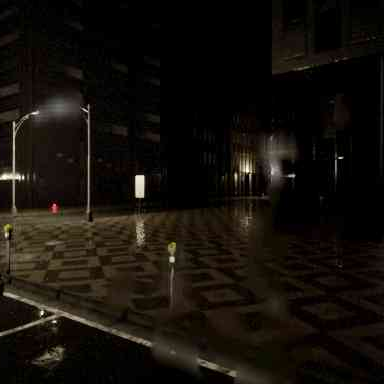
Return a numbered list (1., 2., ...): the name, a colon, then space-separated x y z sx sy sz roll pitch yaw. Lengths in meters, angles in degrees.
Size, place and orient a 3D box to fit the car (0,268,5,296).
1. car: -5.810 1.526 7.031 4.829 1.417 1.752 0 0 35
